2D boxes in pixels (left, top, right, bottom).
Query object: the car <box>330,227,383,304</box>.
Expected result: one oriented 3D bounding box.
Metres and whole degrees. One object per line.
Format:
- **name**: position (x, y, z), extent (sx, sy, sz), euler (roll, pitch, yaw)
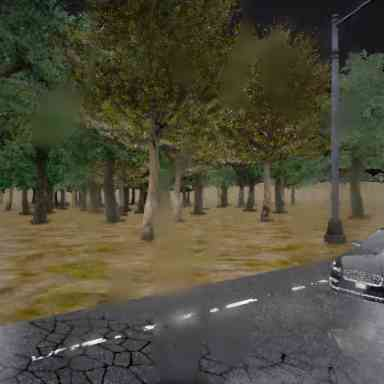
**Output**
- **car**: position (5.150, 1.509, 7.657), extent (4.892, 1.490, 1.837), euler (0, 0, -35)
